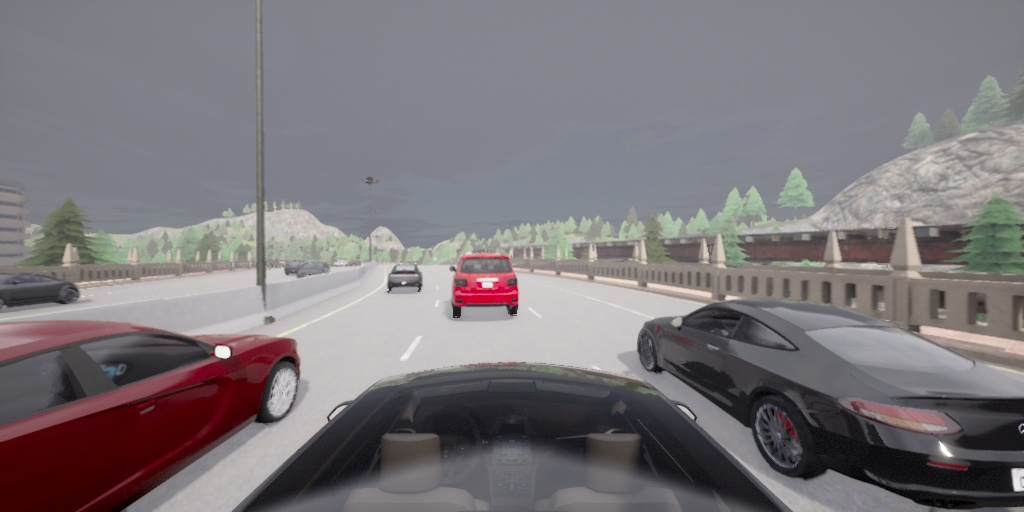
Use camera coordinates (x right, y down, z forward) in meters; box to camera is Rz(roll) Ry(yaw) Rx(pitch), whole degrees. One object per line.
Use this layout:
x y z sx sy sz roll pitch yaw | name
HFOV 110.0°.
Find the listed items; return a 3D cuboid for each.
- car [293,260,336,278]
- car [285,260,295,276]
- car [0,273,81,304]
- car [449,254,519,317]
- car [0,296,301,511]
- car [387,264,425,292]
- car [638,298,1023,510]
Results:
-15.960 1.265 29.157 1.837 1.490 4.892 0 0 -18 | car
-23.060 1.251 38.861 1.882 1.535 5.008 0 0 -19 | car
-19.075 1.340 13.403 1.994 1.385 4.181 0 0 -10 | car
-1.121 0.955 13.360 2.150 2.045 5.566 0 0 -8 | car
-3.639 1.230 2.701 1.882 1.535 5.008 0 0 -2 | car
-6.253 1.225 21.256 2.128 1.511 4.902 0 0 -13 | car
3.262 1.267 4.613 1.812 1.442 4.674 0 0 -3 | car
